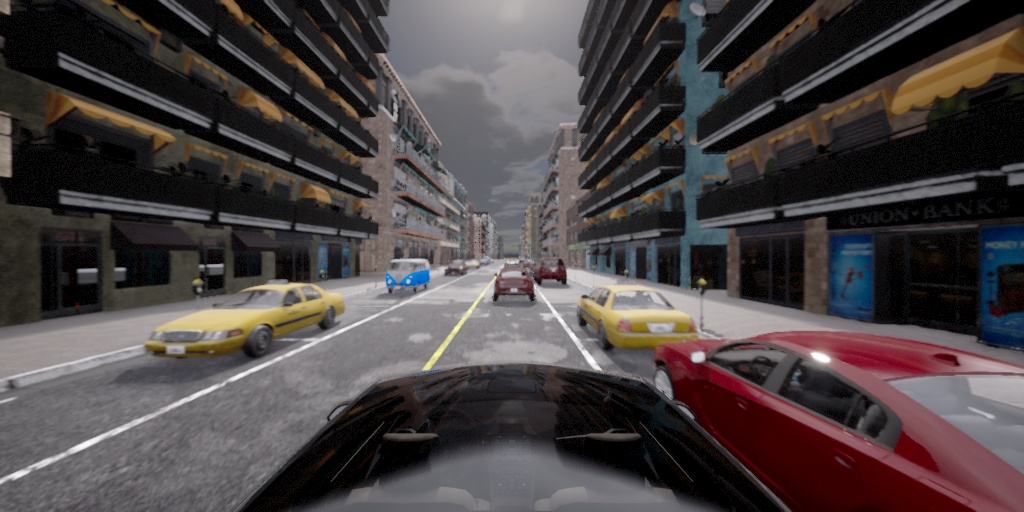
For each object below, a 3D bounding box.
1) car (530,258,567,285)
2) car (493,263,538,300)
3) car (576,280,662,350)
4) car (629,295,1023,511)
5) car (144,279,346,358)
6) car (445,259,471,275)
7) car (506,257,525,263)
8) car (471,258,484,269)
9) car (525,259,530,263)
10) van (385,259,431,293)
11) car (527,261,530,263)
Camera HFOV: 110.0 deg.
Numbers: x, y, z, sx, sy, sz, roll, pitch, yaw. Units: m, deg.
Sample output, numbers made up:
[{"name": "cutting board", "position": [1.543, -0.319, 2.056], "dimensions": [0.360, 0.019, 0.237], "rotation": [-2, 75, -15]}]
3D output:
[{"name": "car", "position": [2.682, 1.017, 25.609], "dimensions": [2.192, 1.841, 5.009], "rotation": [0, 0, 0]}, {"name": "car", "position": [0.089, 1.240, 17.210], "dimensions": [1.812, 1.442, 4.674], "rotation": [0, 0, 0]}, {"name": "car", "position": [2.688, 1.256, 8.796], "dimensions": [1.751, 1.417, 4.829], "rotation": [0, 0, 0]}, {"name": "car", "position": [2.690, 1.290, 2.968], "dimensions": [1.888, 1.381, 4.507], "rotation": [0, 0, 0]}, {"name": "car", "position": [-5.692, 1.260, 8.476], "dimensions": [1.751, 1.417, 4.829], "rotation": [0, 0, 0]}, {"name": "car", "position": [-5.703, 1.134, 36.954], "dimensions": [1.967, 1.591, 4.097], "rotation": [0, 0, 0]}, {"name": "car", "position": [0.085, 1.181, 39.531], "dimensions": [2.128, 1.511, 4.902], "rotation": [0, 0, 0]}, {"name": "car", "position": [-5.710, 1.211, 53.769], "dimensions": [1.751, 1.417, 4.829], "rotation": [0, 0, 0]}, {"name": "car", "position": [2.678, 1.241, 36.933], "dimensions": [2.007, 1.370, 4.403], "rotation": [0, 0, 0]}, {"name": "van", "position": [-5.697, 1.054, 19.969], "dimensions": [1.690, 1.789, 3.998], "rotation": [0, 0, 0]}, {"name": "car", "position": [2.680, 1.247, 31.271], "dimensions": [2.007, 1.370, 4.403], "rotation": [0, 0, 0]}]
